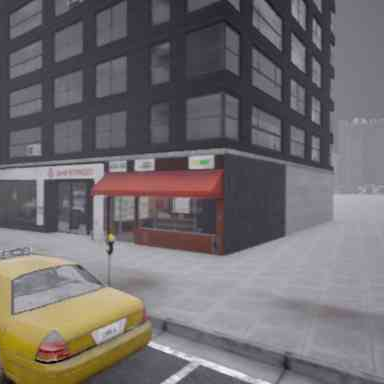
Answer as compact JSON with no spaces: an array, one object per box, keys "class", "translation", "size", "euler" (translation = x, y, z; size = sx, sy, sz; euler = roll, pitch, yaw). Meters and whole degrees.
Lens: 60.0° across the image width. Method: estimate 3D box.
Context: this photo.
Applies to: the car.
[{"class":"car","translation":[-2.806,1.529,5.079],"size":[4.829,1.417,1.752],"euler":[0,1,36]}]
